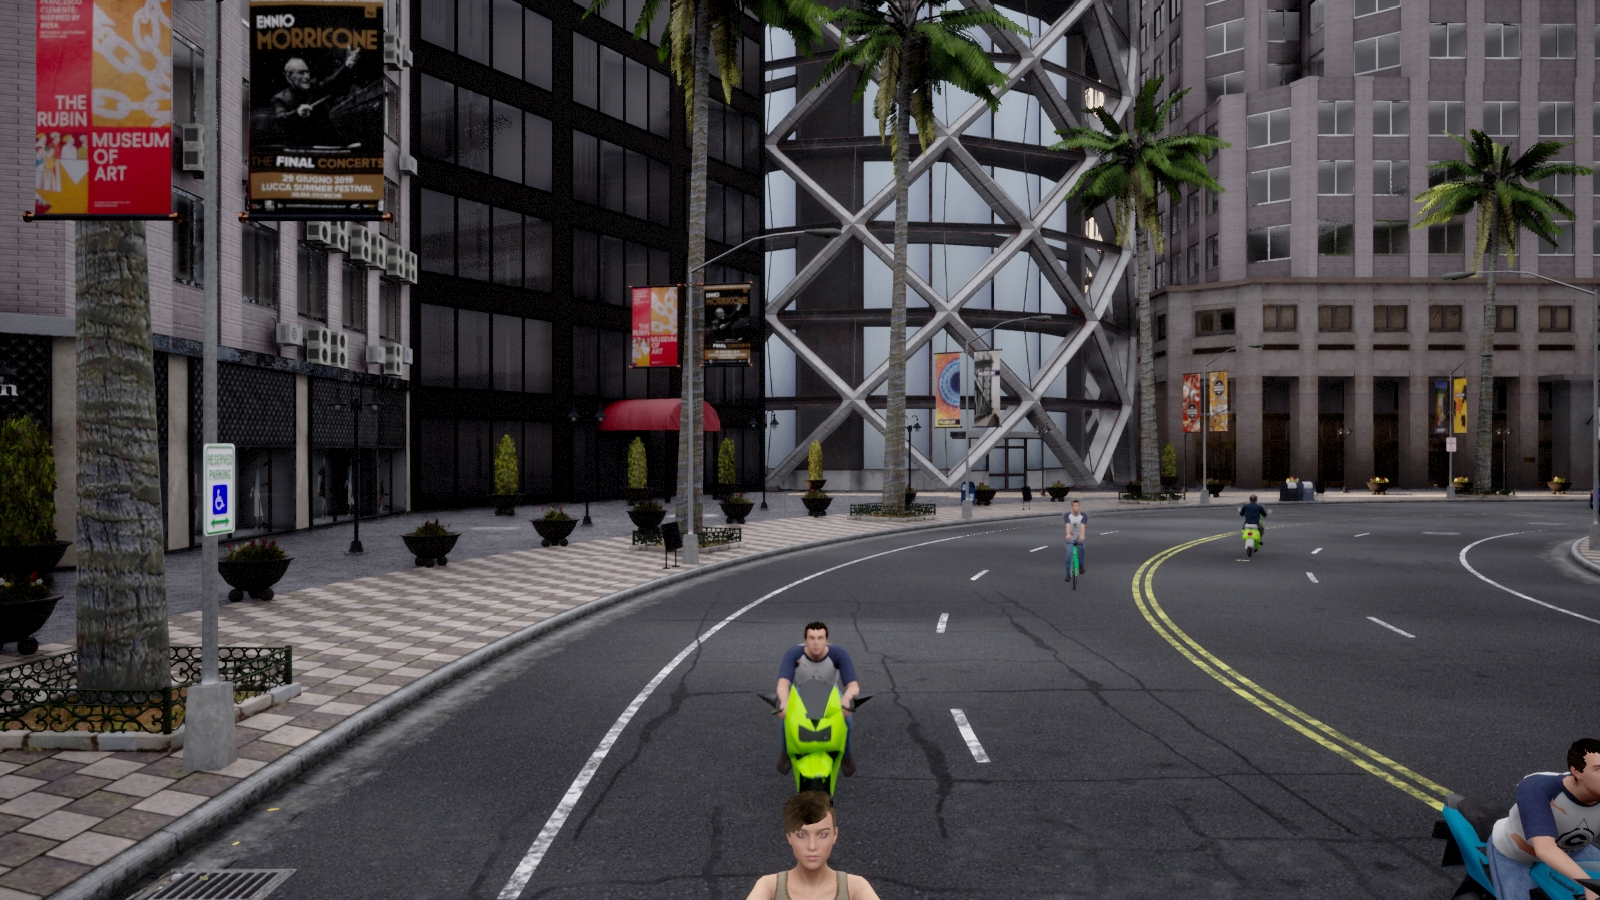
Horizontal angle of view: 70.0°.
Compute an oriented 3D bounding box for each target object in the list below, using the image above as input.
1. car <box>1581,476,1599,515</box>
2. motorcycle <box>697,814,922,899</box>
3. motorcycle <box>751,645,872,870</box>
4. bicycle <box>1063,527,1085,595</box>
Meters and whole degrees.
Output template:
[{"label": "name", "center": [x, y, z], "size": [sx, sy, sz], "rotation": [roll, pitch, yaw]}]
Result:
[{"label": "car", "center": [36.842, 1.968, 49.589], "size": [4.611, 1.667, 2.242], "rotation": [0, 0, -11]}, {"label": "motorcycle", "center": [0.030, 2.170, 3.616], "size": [0.764, 1.277, 2.356], "rotation": [0, 0, 1]}, {"label": "motorcycle", "center": [0.104, 2.213, 8.611], "size": [0.803, 1.145, 2.033], "rotation": [0, 0, 2]}, {"label": "bicycle", "center": [5.516, 2.206, 22.932], "size": [0.373, 1.196, 1.643], "rotation": [1, 0, 15]}]
